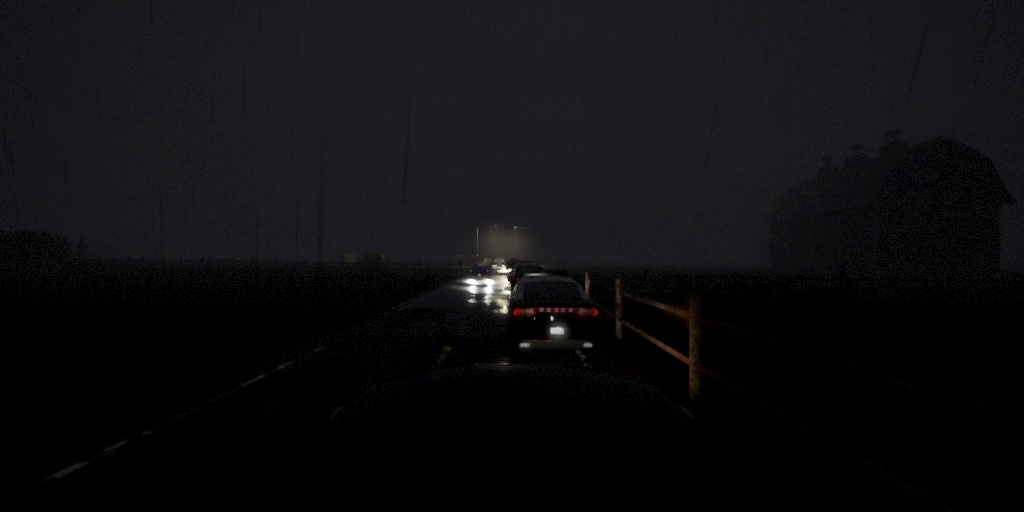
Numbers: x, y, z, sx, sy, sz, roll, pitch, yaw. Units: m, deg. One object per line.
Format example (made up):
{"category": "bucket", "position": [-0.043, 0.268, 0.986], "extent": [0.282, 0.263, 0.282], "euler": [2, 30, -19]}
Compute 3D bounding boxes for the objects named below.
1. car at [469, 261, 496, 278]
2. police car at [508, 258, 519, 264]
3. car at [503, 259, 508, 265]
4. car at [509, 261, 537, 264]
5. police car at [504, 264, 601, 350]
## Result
{"category": "car", "position": [-2.777, 1.303, 32.764], "extent": [1.895, 1.301, 4.718], "euler": [0, 0, 0]}
{"category": "police car", "position": [0.878, 1.140, 25.140], "extent": [1.930, 1.638, 5.238], "euler": [0, 0, 0]}
{"category": "car", "position": [0.171, 1.152, 49.512], "extent": [1.882, 1.535, 5.008], "euler": [0, 0, 0]}
{"category": "car", "position": [0.862, 1.228, 19.030], "extent": [1.837, 1.490, 4.892], "euler": [0, 0, 0]}
{"category": "police car", "position": [0.839, 1.164, 9.140], "extent": [1.930, 1.638, 5.238], "euler": [0, 0, 0]}
